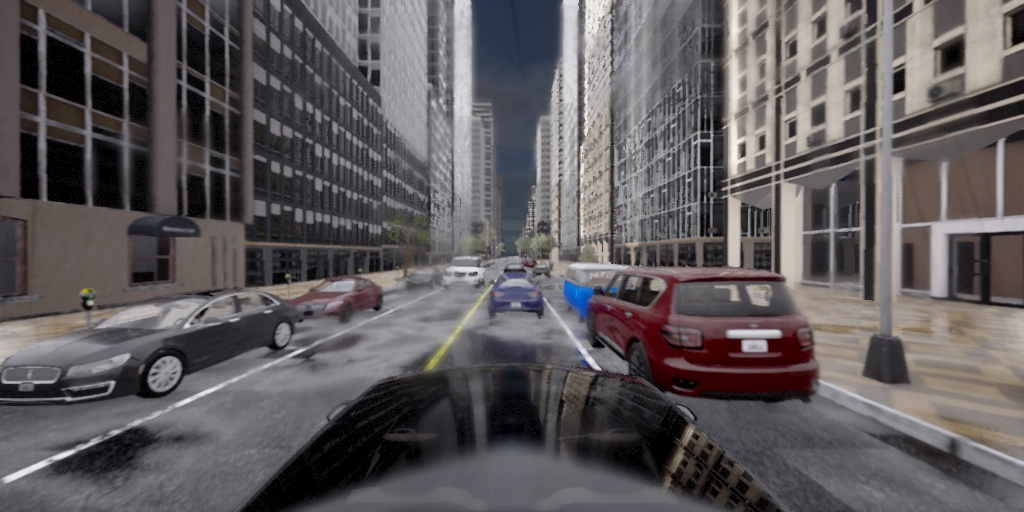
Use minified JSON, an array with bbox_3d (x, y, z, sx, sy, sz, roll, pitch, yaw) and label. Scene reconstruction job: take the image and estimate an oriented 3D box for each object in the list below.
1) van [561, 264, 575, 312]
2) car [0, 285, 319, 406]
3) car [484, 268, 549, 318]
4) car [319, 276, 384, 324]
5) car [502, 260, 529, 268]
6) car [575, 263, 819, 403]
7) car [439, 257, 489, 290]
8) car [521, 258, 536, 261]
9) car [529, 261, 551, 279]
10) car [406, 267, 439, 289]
[{"bbox_3d":[2.724,1.137,12.034,1.690,1.789,3.998,0,0,0],"label":"van"},{"bbox_3d":[-5.681,1.310,6.384,2.007,1.370,4.403,0,0,0],"label":"car"},{"bbox_3d":[0.141,1.322,13.040,1.812,1.442,4.674,0,0,0],"label":"car"},{"bbox_3d":[-5.657,1.364,12.068,1.802,1.307,4.207,0,0,0],"label":"car"},{"bbox_3d":[0.210,1.341,29.886,1.882,1.535,5.008,0,0,0],"label":"car"},{"bbox_3d":[2.701,1.088,6.350,2.192,1.841,5.009,0,0,0],"label":"car"},{"bbox_3d":[-2.994,1.054,23.501,2.150,2.045,5.566,0,0,1],"label":"car"},{"bbox_3d":[2.910,1.292,57.502,2.192,1.841,5.009,0,0,0],"label":"car"},{"bbox_3d":[2.817,1.438,34.768,2.007,1.370,4.403,0,0,0],"label":"car"},{"bbox_3d":[-5.610,1.378,23.435,2.007,1.370,4.403,0,0,0],"label":"car"}]
